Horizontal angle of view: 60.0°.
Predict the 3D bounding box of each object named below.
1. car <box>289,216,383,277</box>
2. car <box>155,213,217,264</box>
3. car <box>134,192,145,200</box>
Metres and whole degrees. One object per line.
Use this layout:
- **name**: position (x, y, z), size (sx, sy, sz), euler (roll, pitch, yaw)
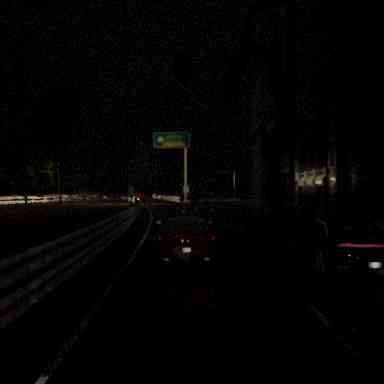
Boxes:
- **car**: position (4.353, 1.478, 10.130), size (2.128, 1.511, 4.902), euler (0, 0, 3)
- **car**: position (-0.262, 1.464, 11.813), size (1.882, 1.535, 5.008), euler (0, 0, -3)
- **car**: position (-12.443, 0.910, 78.782), size (2.150, 2.045, 5.566), euler (0, 0, -13)
